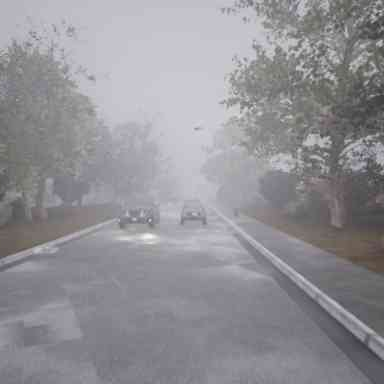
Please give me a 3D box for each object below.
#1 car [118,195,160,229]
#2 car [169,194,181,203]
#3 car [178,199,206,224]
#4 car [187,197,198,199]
[{"bbox_3d":[-3.351,1.214,22.073,2.150,2.045,5.566,0,0,0],"label":"car"},{"bbox_3d":[-3.273,1.162,63.724,2.097,1.767,4.553,0,0,1],"label":"car"},{"bbox_3d":[0.093,1.530,24.655,2.033,1.411,5.357,0,0,0],"label":"car"},{"bbox_3d":[0.096,1.391,42.997,2.128,1.511,4.902,0,0,0],"label":"car"}]
